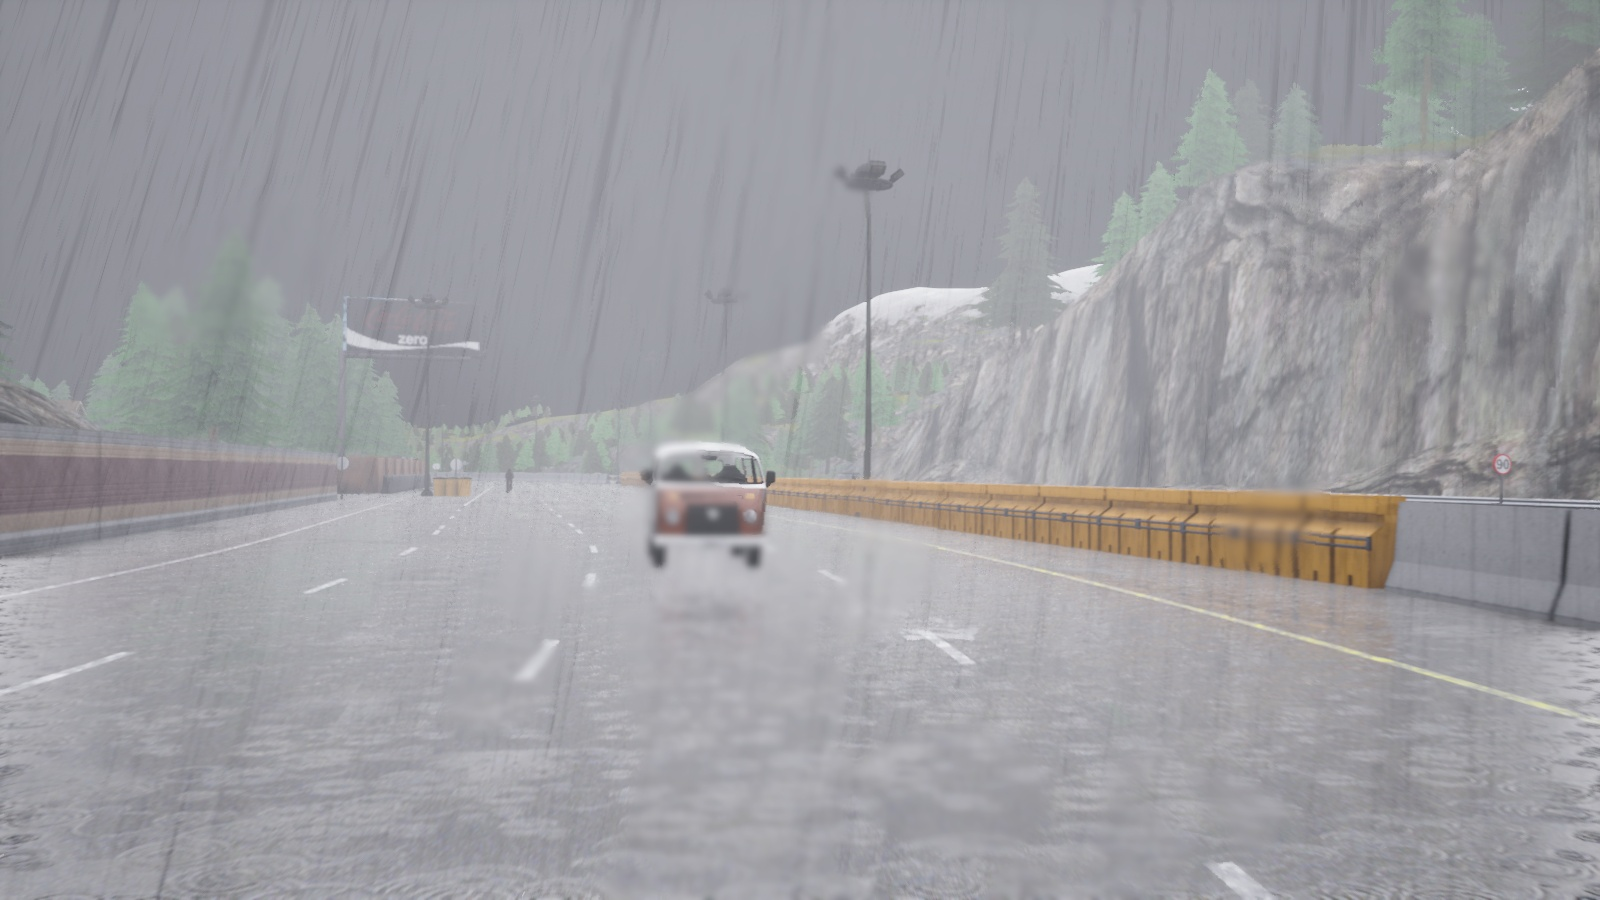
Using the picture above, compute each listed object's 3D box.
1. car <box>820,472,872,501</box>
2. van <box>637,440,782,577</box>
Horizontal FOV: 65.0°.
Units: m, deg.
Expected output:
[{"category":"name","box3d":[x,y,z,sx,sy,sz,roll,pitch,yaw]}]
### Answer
[{"category":"car","box3d":[2.411,1.935,66.732,1.845,1.501,3.633,0,-1,-13]},{"category":"van","box3d":[-1.643,0.894,21.105,2.069,2.038,4.480,0,-1,-9]}]
